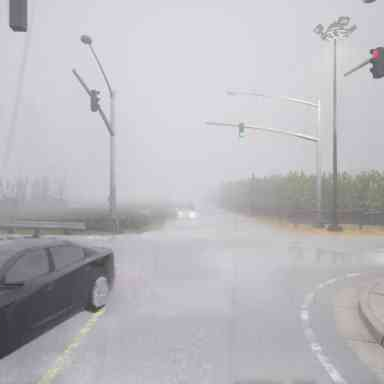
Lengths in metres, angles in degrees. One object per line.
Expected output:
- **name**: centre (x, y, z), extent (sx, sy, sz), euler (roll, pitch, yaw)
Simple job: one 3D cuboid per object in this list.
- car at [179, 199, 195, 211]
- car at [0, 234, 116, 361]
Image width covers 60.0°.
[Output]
- **car**: centre (-0.705, 1.568, 41.353), extent (1.895, 1.301, 4.718), euler (0, 0, -3)
- **car**: centre (-2.992, 1.512, 5.117), extent (1.882, 1.535, 5.008), euler (-1, -1, 15)
